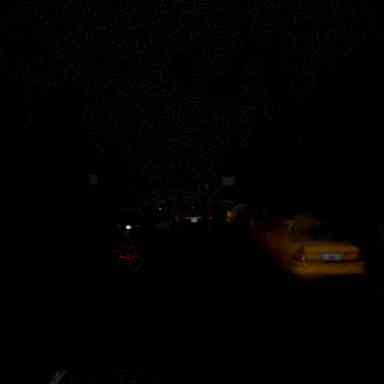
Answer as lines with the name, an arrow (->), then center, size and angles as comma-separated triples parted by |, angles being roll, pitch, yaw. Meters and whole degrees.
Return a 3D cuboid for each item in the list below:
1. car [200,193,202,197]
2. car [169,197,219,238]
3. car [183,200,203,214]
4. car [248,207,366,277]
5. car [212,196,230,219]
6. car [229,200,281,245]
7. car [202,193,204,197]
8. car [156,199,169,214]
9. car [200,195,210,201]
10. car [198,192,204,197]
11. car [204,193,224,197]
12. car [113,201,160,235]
car -> 3.250, 1.432, 66.933 | 2.231, 1.521, 4.892 | 0, 0, 1
car -> 0.101, 1.339, 17.594 | 2.097, 1.767, 4.553 | 0, 0, 0
car -> 0.091, 1.538, 35.217 | 1.994, 1.385, 4.181 | 0, 0, 0
car -> 3.226, 1.470, 10.208 | 1.946, 1.575, 5.366 | 0, 0, 0
car -> 3.218, 1.457, 32.118 | 2.231, 1.521, 4.892 | 0, 0, 0
car -> 3.229, 1.343, 15.517 | 2.185, 1.767, 4.553 | 0, 0, 0
car -> 3.203, 1.314, 54.319 | 2.185, 1.767, 4.553 | 0, 0, 0
car -> -3.158, 1.499, 35.628 | 1.812, 1.442, 4.674 | 0, 0, 0
car -> 3.183, 1.420, 81.844 | 2.231, 1.521, 4.892 | 0, 0, 0
car -> 3.187, 1.172, 76.353 | 2.435, 2.045, 5.566 | 0, 0, 0
car -> 3.211, 1.197, 43.328 | 2.435, 2.045, 5.566 | 0, 0, 0
car -> -3.149, 1.490, 18.870 | 1.837, 1.490, 4.892 | 0, 0, 0
